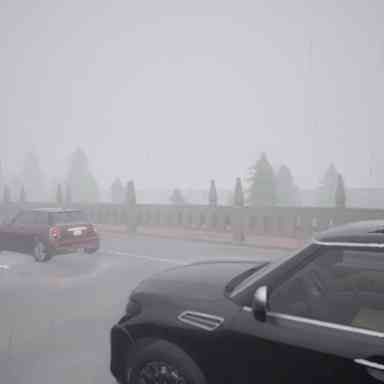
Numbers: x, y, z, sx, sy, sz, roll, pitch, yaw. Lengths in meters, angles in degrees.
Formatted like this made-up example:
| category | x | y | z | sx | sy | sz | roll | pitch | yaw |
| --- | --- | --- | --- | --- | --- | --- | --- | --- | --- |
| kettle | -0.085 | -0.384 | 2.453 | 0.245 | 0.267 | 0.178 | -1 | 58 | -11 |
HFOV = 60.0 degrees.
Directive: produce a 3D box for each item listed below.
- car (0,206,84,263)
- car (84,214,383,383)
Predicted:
| category | x | y | z | sx | sy | sz | roll | pitch | yaw |
| --- | --- | --- | --- | --- | --- | --- | --- | --- | --- |
| car | -5.528 | 1.360 | 12.194 | 4.553 | 1.767 | 2.097 | 0 | 0 | 35 |
| car | 1.792 | 1.221 | 2.714 | 5.566 | 2.045 | 2.150 | 0 | 0 | 35 |
